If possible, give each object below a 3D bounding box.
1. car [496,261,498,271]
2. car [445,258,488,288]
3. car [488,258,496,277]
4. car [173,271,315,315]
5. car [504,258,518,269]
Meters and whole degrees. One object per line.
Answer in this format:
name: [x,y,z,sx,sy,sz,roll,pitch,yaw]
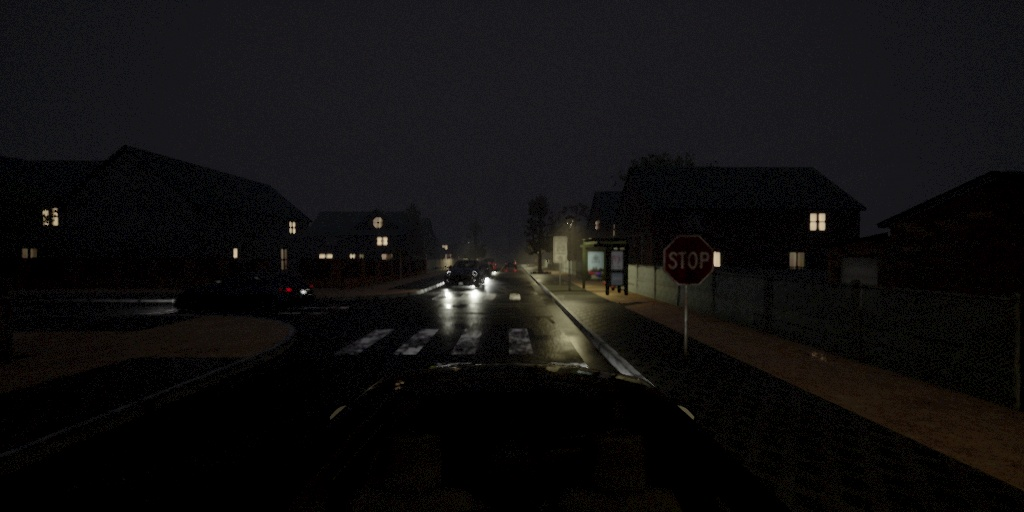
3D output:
car: [-2.989,1.077,46.853,2.097,1.767,4.553,0,0,0]
car: [-2.974,1.049,23.455,2.097,1.767,4.553,0,0,1]
car: [-2.960,1.190,34.481,2.128,1.511,4.902,0,0,0]
car: [-9.441,1.253,12.835,4.181,1.385,1.994,0,1,2]
car: [-0.183,1.272,54.836,1.812,1.442,4.674,0,0,0]
